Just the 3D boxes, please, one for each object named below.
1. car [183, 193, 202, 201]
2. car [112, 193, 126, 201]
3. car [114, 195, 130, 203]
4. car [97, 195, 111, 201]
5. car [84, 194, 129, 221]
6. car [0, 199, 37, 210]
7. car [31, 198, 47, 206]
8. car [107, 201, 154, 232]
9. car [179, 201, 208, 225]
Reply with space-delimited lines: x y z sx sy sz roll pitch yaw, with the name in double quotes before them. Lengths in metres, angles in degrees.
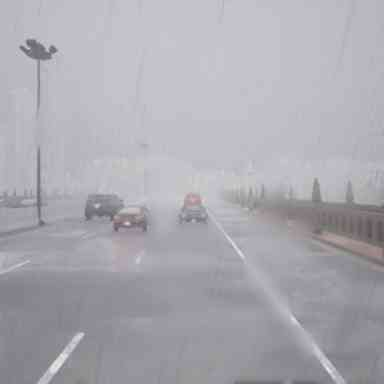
"car" 0.116 1.124 41.680 2.150 2.045 5.566 0 0 0
"car" -16.829 1.178 76.752 2.097 1.767 4.553 0 0 2
"car" -13.663 1.392 65.258 2.033 1.411 5.357 0 0 2
"car" -20.329 1.418 76.794 1.895 1.301 4.718 0 0 2
"car" -6.898 1.159 26.776 2.150 2.045 5.566 0 0 0
"car" -14.094 1.504 25.714 1.994 1.385 4.181 0 0 0
"car" -17.586 1.441 36.535 1.812 1.442 4.674 0 0 0
"car" -3.398 1.480 19.756 1.812 1.442 4.674 0 0 0
"car" 0.102 1.546 23.434 1.895 1.301 4.718 0 0 0
